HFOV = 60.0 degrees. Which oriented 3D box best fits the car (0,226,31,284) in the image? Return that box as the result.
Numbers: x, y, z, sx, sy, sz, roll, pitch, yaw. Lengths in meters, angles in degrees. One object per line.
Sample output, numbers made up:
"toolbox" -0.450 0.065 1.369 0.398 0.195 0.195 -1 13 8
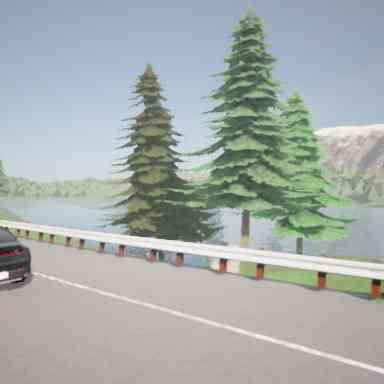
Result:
"car" -5.998 1.546 8.578 4.892 1.490 1.837 0 0 38
